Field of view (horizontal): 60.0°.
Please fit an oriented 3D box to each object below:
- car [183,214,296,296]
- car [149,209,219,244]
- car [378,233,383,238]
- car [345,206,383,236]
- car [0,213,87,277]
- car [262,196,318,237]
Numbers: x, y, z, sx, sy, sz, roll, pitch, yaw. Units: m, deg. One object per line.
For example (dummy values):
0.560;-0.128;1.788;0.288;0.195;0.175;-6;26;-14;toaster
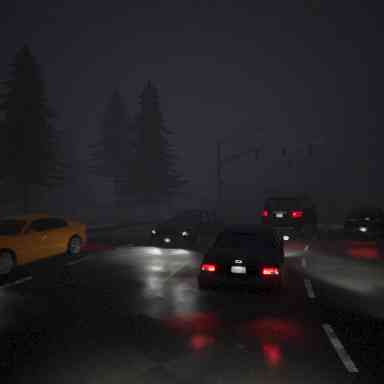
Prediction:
1.539;1.548;8.858;2.033;1.411;5.357;0;0;15;car
0.076;1.549;15.762;2.033;1.411;5.357;0;0;24;car
4.021;1.492;3.102;2.128;1.511;4.902;0;0;5;car
9.375;1.505;17.751;1.837;1.490;4.892;0;0;32;car
-5.383;1.480;10.580;1.882;1.535;5.008;0;0;16;car
5.475;1.222;18.308;2.150;2.045;5.566;0;0;28;car
